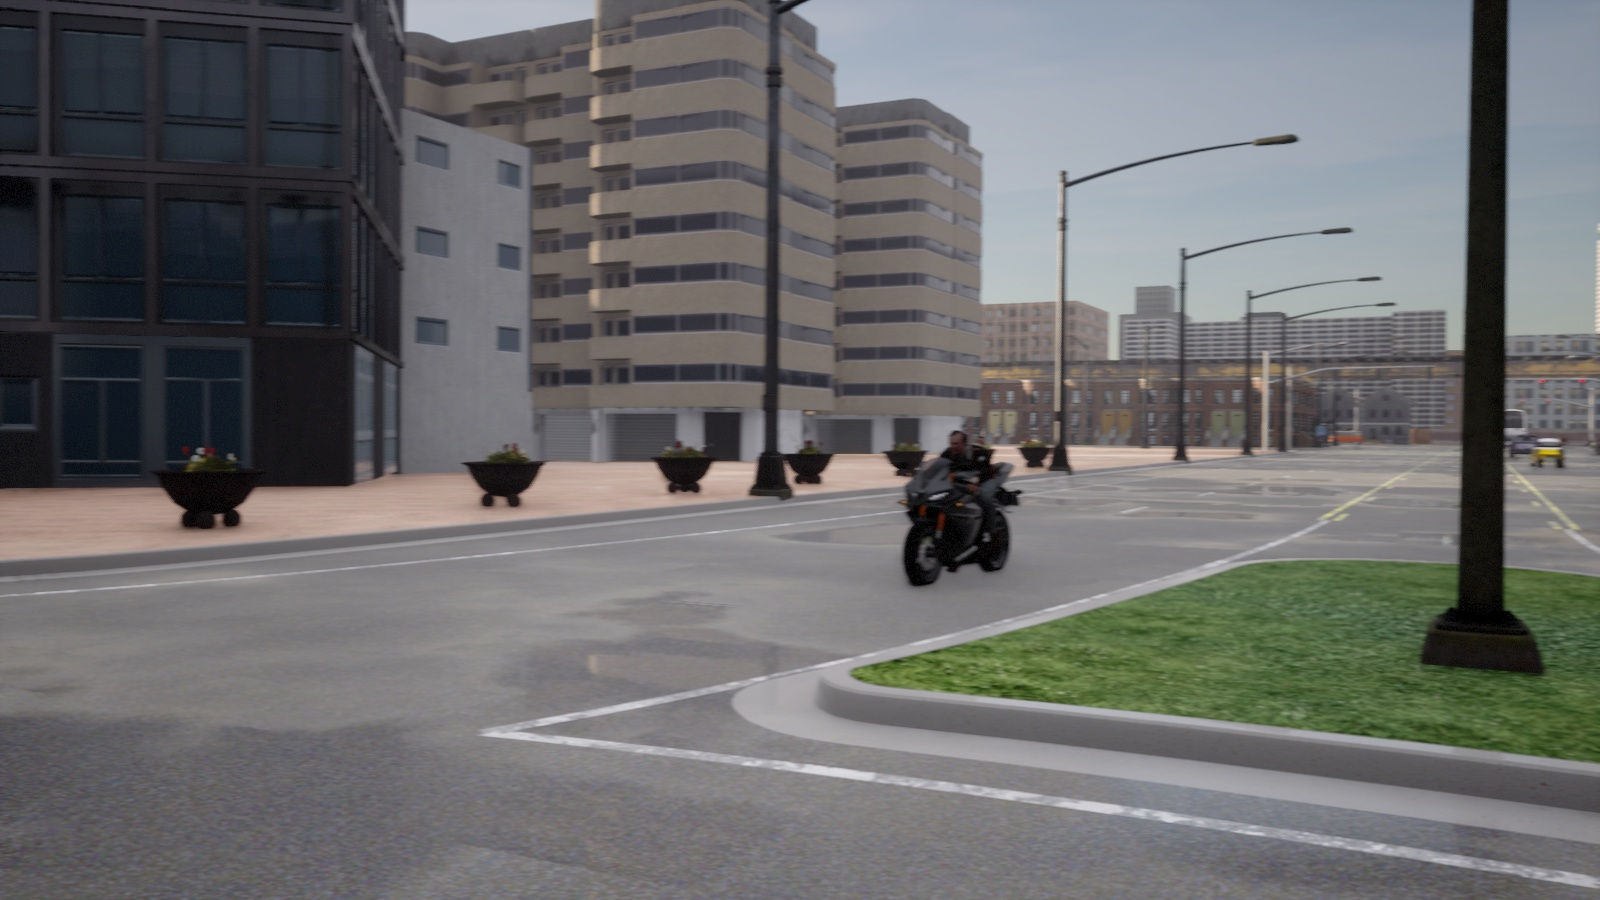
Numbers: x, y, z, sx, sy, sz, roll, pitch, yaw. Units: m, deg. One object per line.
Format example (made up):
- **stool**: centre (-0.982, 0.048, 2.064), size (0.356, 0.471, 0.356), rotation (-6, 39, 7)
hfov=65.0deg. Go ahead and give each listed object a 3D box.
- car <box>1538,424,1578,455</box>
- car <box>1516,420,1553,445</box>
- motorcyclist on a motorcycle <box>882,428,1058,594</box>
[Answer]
- **car**: centre (35.614, -0.506, 59.035), size (1.481, 1.376, 2.207), rotation (0, 1, 29)
- **car**: centre (49.907, -1.190, 85.379), size (2.033, 1.649, 4.856), rotation (0, 1, 29)
- **motorcyclist on a motorcycle**: centre (1.770, 0.548, 12.730), size (0.866, 1.530, 2.191), rotation (0, 1, 34)
